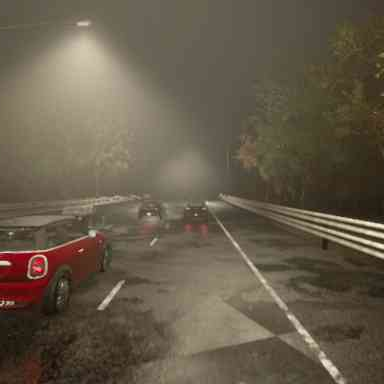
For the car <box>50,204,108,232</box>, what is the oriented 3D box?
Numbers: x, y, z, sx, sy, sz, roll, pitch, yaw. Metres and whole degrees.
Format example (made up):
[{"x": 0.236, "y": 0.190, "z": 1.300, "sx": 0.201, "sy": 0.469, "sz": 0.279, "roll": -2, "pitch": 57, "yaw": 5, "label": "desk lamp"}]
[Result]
[{"x": -6.757, "y": 1.509, "z": 20.508, "sx": 1.895, "sy": 1.301, "sz": 4.718, "roll": 0, "pitch": 0, "yaw": 1, "label": "car"}]

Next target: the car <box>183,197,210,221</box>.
[{"x": 0.320, "y": 1.376, "z": 25.562, "sx": 2.128, "sy": 1.511, "sz": 4.902, "roll": 0, "pitch": 0, "yaw": 1, "label": "car"}]

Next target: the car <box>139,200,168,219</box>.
[{"x": -3.155, "y": 1.383, "z": 27.203, "sx": 1.837, "sy": 1.490, "sz": 4.892, "roll": 0, "pitch": 0, "yaw": 1, "label": "car"}]

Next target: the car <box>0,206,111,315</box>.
[{"x": -3.368, "y": 1.317, "z": 7.657, "sx": 2.097, "sy": 1.767, "sz": 4.553, "roll": 0, "pitch": 0, "yaw": 0, "label": "car"}]
